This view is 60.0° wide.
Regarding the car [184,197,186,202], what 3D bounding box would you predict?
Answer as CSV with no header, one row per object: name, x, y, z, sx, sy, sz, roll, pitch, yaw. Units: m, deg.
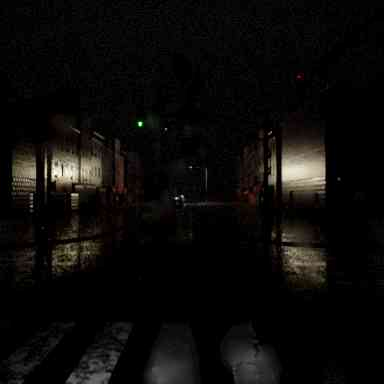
car,-2.641,1.558,57.624,2.192,1.841,5.009,0,0,0

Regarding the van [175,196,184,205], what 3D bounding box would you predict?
van,-2.642,1.647,68.834,1.690,1.788,3.998,0,0,0

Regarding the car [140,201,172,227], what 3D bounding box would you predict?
car,-2.637,1.606,23.821,1.752,1.417,4.829,0,0,0

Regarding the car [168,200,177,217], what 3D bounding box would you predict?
car,-2.638,1.649,29.596,1.887,1.381,4.507,0,0,0

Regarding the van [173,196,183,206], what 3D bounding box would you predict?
van,-2.642,1.615,63.229,1.690,1.788,3.998,0,0,0

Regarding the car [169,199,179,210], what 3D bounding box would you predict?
car,-2.639,1.711,35.201,1.802,1.307,4.206,0,0,0

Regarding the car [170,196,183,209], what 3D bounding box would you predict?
car,-2.640,1.624,46.412,1.967,1.590,4.097,0,0,0
